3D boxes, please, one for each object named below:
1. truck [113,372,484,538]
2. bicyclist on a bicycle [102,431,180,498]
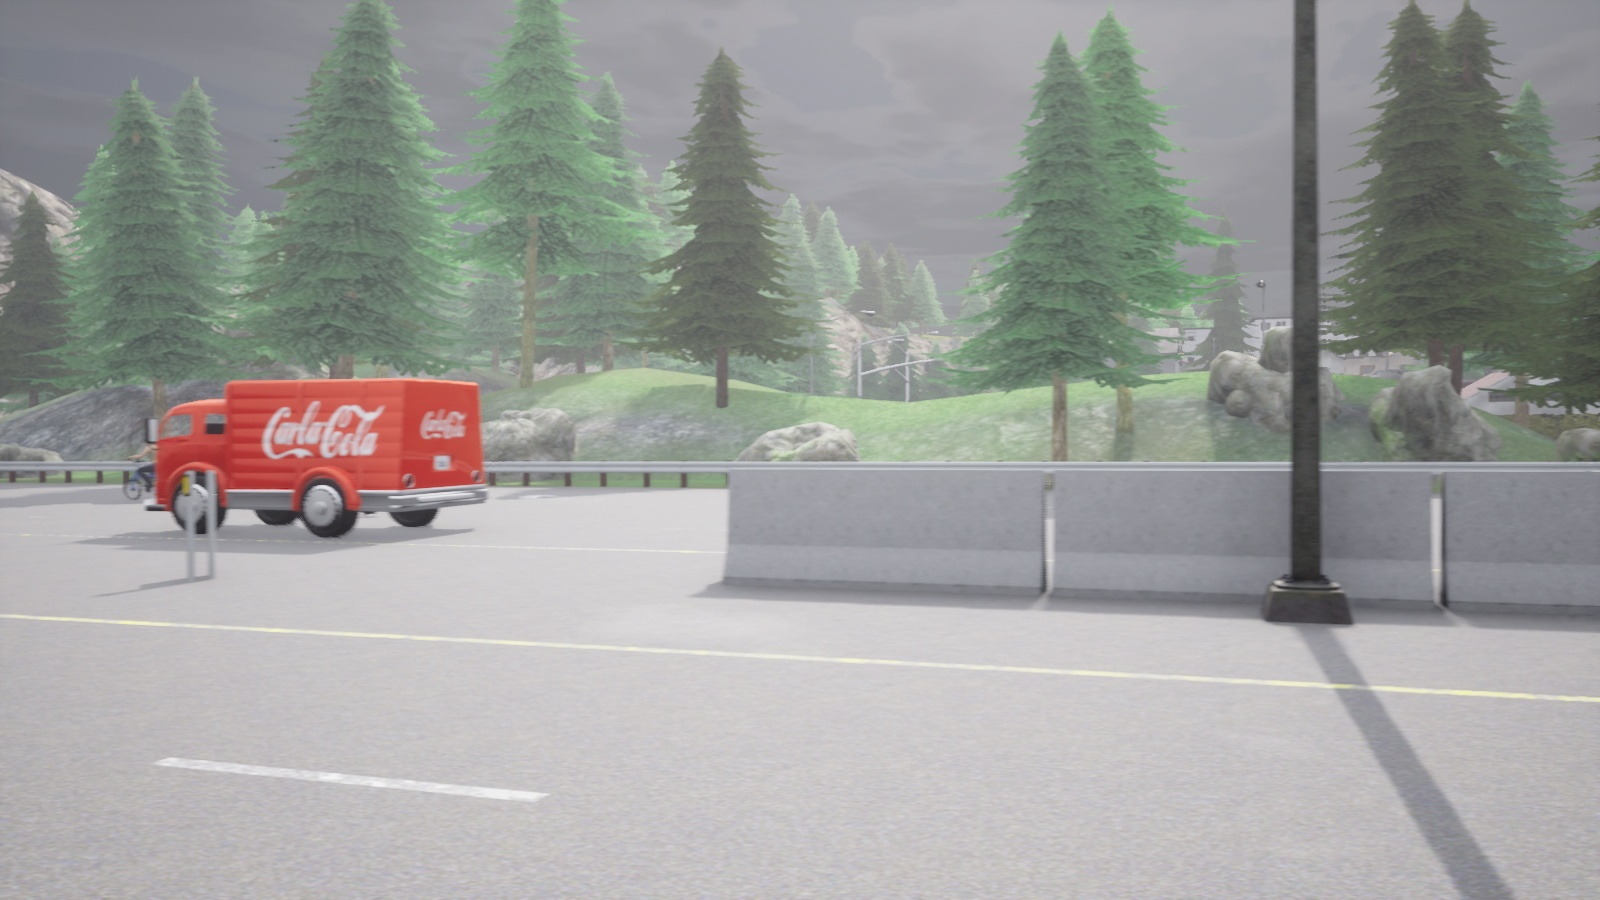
[{"bbox_3d":[-8.216,0.048,20.720,5.204,2.467,2.627,0,1,19],"label":"truck"},{"bbox_3d":[-16.144,0.331,30.772,1.509,1.612,0.866,0,1,19],"label":"bicyclist on a bicycle"}]
